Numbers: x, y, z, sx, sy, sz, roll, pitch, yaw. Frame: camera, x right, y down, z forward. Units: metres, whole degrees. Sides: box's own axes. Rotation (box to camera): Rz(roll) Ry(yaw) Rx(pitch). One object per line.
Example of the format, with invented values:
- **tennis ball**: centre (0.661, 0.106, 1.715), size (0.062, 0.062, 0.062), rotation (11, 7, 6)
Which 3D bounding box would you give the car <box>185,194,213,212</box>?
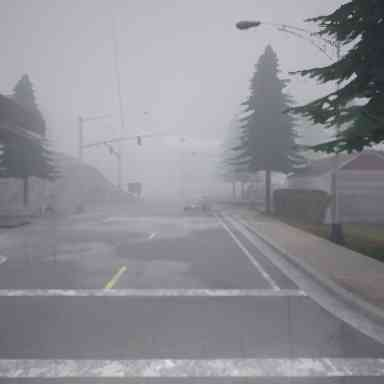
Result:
- **car**: centre (0.573, 0.942, 29.407), size (1.812, 1.442, 4.674), rotation (0, -1, 11)
